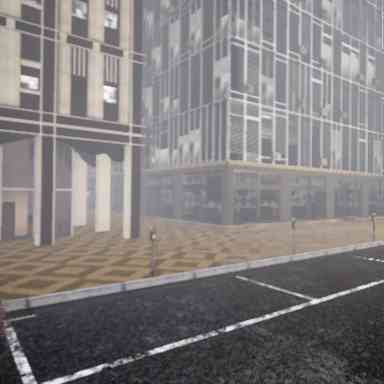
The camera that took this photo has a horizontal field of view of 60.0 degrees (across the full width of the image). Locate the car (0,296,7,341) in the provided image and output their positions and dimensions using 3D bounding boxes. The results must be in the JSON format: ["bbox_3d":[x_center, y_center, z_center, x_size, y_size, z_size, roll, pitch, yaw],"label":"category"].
[{"bbox_3d":[-4.411,1.571,3.585,4.206,1.307,1.802,1,0,-35],"label":"car"}]
